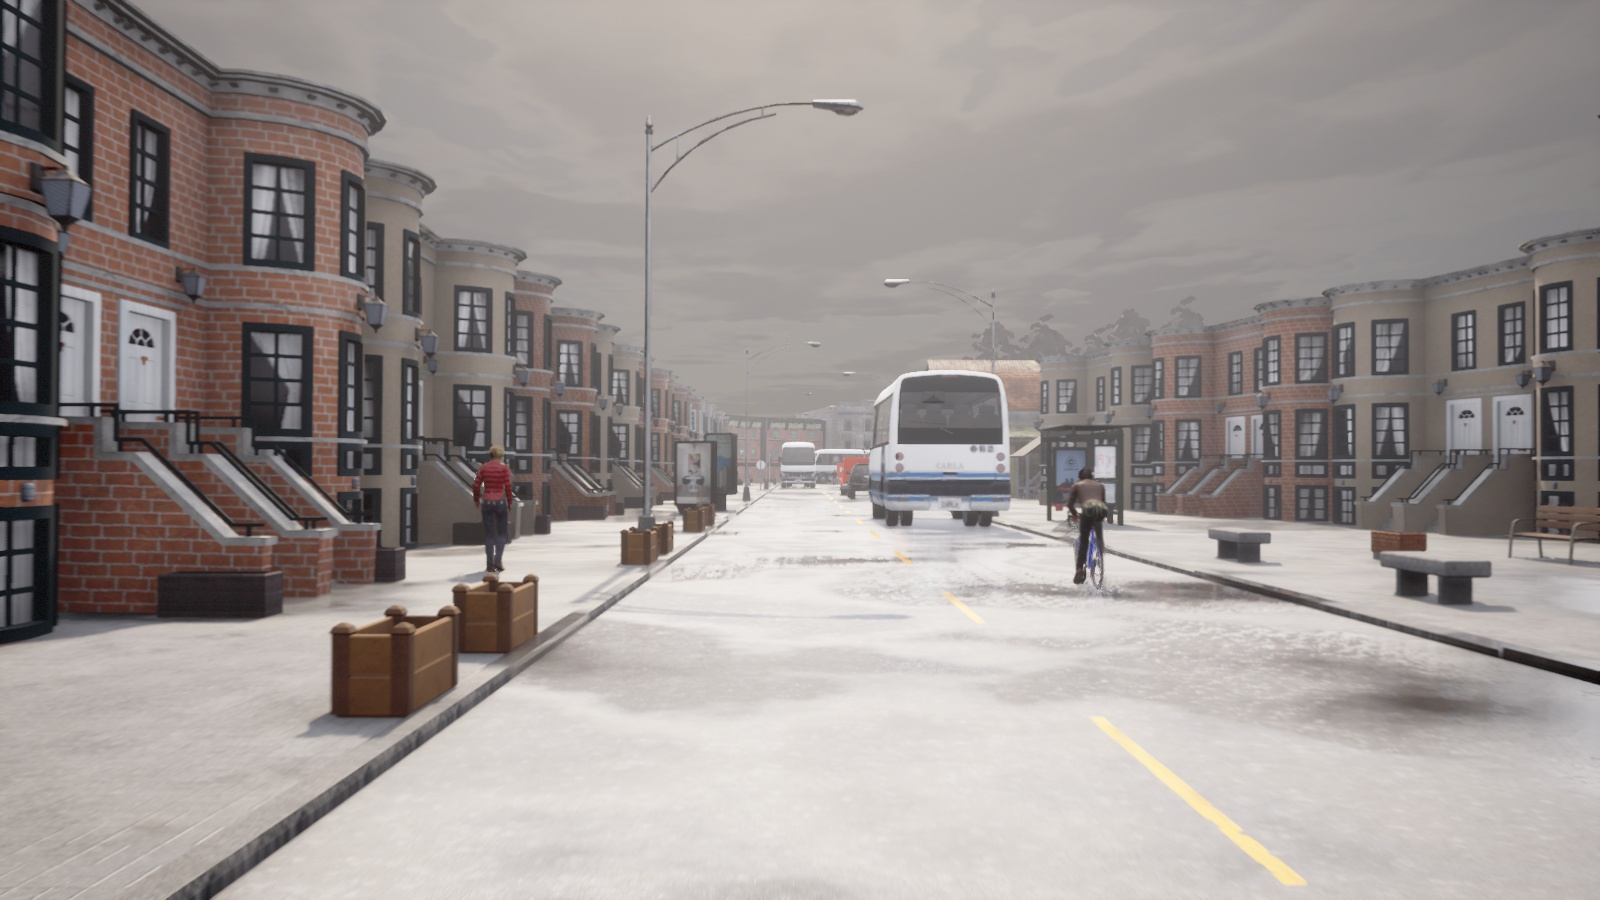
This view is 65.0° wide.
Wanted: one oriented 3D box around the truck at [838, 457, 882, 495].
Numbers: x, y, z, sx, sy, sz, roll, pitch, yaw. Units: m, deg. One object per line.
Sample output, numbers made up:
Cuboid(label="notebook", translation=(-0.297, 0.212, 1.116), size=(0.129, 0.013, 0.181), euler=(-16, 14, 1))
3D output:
Cuboid(label="truck", translation=(3.902, 1.700, 82.886), size=(2.627, 2.467, 5.204), euler=(0, -1, 0))

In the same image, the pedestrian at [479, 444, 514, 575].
Cuboid(label="pedestrian", translation=(-4.344, 0.843, 17.991), size=(0.331, 1.846, 0.636), euler=(0, -1, 1))

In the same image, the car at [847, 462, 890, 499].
Cuboid(label="car", translation=(3.915, 1.736, 72.772), size=(2.150, 2.045, 5.566), euler=(0, -1, 0))

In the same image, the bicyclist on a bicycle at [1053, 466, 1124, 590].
Cuboid(label="bicyclist on a bicycle", translation=(3.965, 1.042, 17.332), size=(0.582, 1.620, 1.656), euler=(0, -1, 0))

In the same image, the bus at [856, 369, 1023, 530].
Cuboid(label="bus", translation=(3.941, 0.067, 38.483), size=(3.944, 4.253, 10.273), euler=(0, -1, 0))
